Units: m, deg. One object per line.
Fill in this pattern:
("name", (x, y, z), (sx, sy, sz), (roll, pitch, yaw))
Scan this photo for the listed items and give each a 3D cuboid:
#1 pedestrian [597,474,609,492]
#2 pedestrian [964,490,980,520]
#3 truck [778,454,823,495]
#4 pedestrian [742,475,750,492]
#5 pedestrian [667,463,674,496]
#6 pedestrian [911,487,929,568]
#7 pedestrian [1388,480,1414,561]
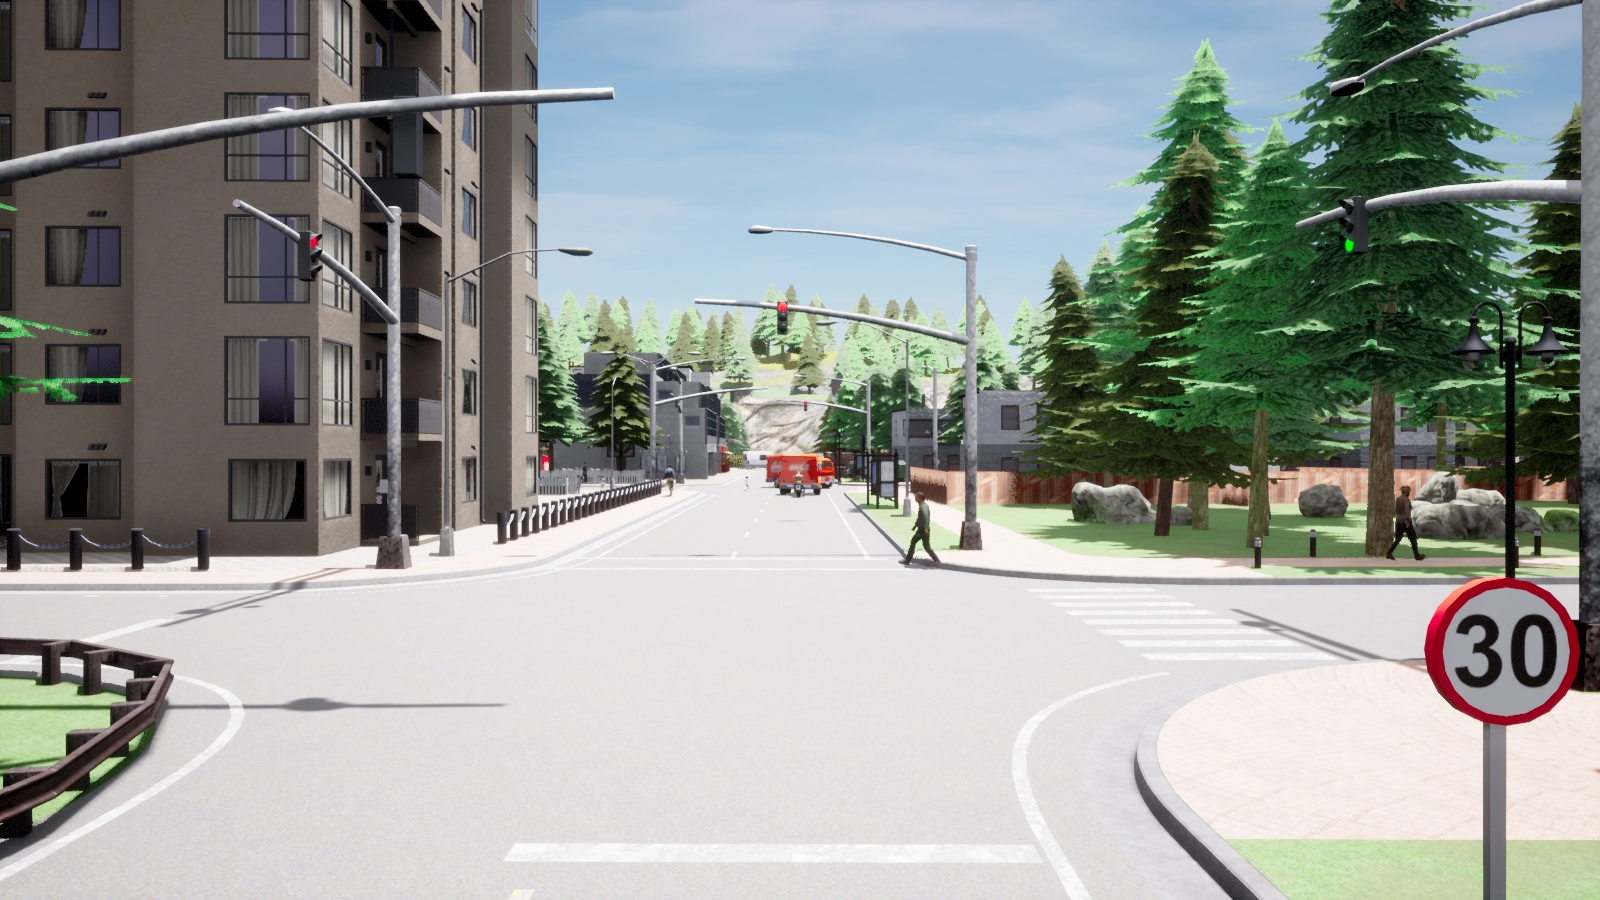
("pedestrian", (-12.138, 2.025, 70.362), (0.500, 1.100, 0.500), (0, 0, 30))
("pedestrian", (6.349, 2.033, 42.148), (0.500, 1.100, 0.500), (0, 0, -1))
("truck", (0.071, 1.506, 71.518), (2.627, 2.467, 5.204), (0, 0, 3))
("pedestrian", (-3.534, 2.168, 74.859), (0.500, 1.100, 0.500), (0, 0, -2))
("pedestrian", (-7.237, 1.639, 63.919), (0.375, 1.860, 0.375), (0, 0, -1))
("pedestrian", (2.829, 1.813, 26.880), (0.375, 1.860, 0.375), (0, 0, 15))
("pedestrian", (14.025, 1.647, 26.658), (0.375, 1.860, 0.375), (0, 0, -7))
